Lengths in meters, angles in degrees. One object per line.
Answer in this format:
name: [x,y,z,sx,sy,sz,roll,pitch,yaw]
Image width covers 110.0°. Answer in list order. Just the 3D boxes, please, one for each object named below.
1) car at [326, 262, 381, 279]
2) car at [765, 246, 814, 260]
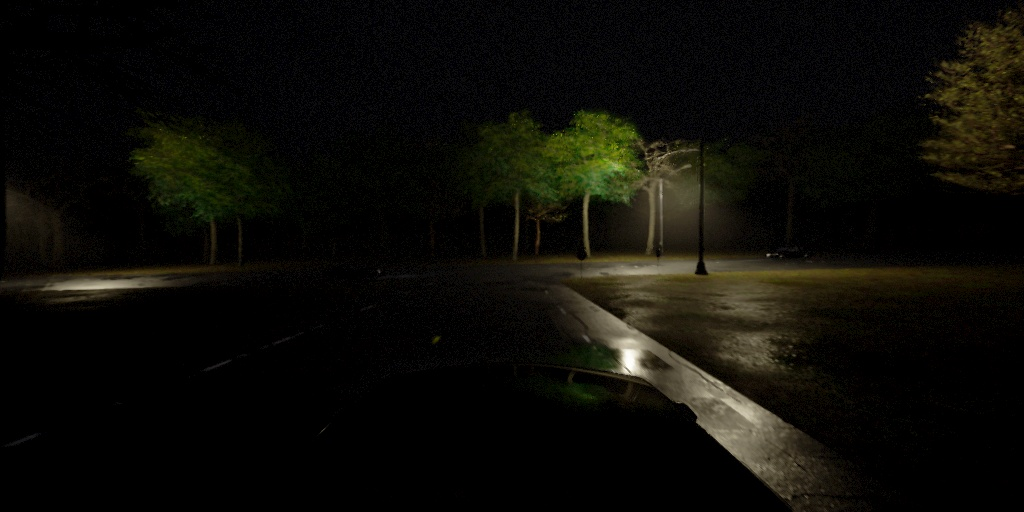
car: [-15.207,1.373,34.438,4.902,1.511,2.128,-1,4,0]
car: [32.102,-0.345,41.532,4.902,1.511,2.128,-3,4,0]
